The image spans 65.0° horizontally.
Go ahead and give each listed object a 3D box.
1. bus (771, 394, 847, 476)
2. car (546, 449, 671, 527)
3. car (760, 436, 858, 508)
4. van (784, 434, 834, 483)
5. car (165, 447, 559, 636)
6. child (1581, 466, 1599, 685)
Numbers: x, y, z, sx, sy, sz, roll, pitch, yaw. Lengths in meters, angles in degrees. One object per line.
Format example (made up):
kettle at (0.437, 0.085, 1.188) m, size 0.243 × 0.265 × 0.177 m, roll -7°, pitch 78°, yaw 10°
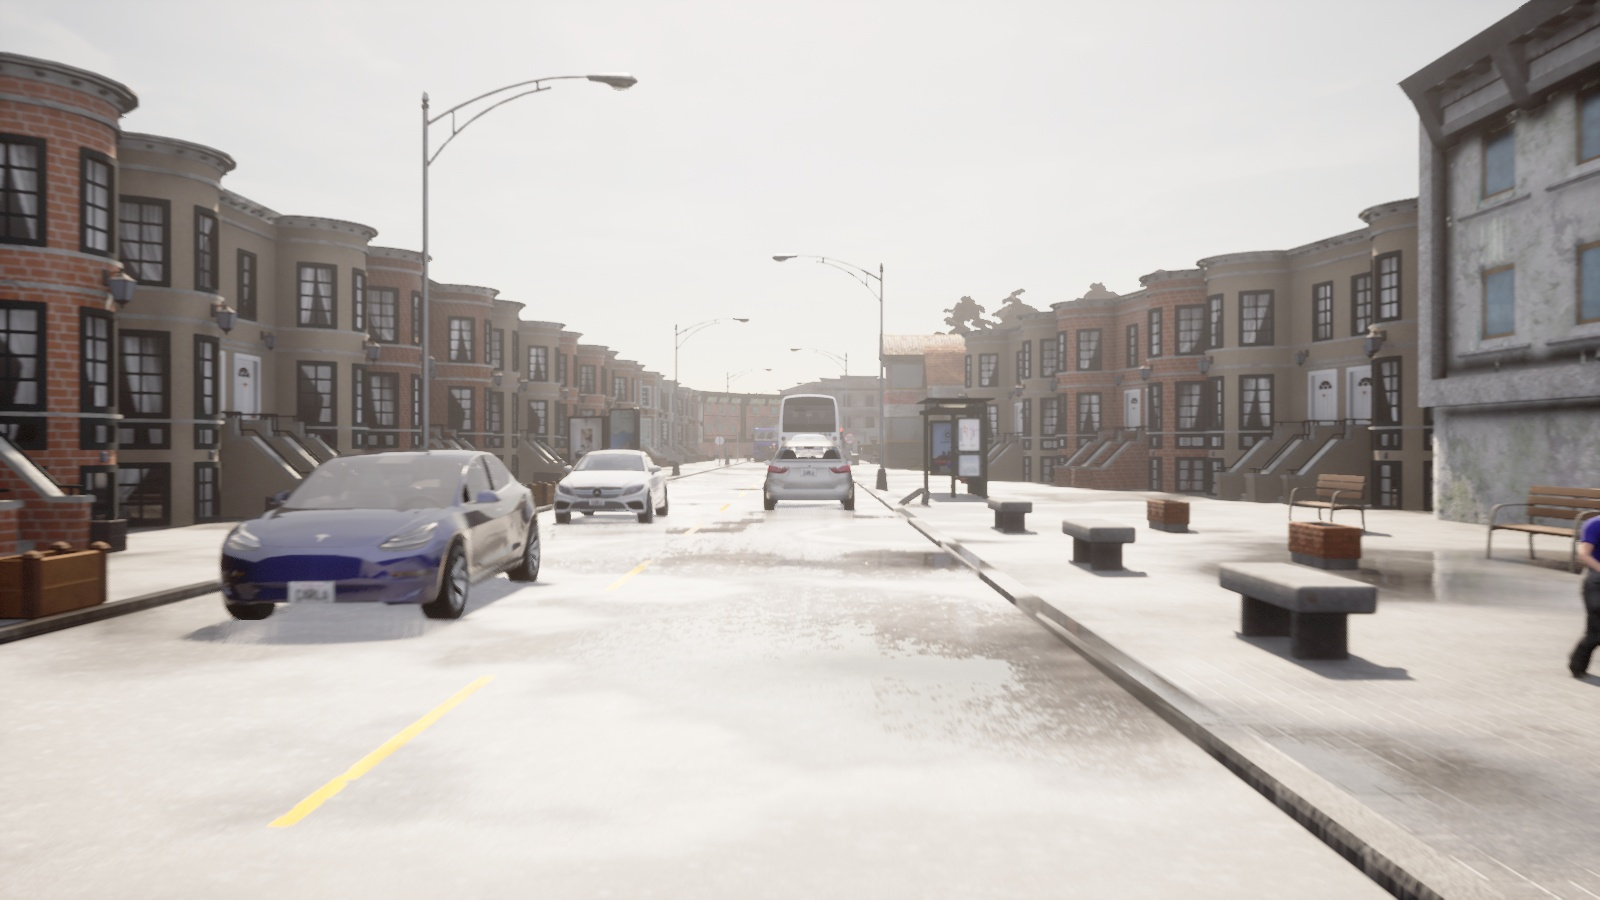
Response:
bus at (0.517, -0.788, 70.266) m, size 3.944 × 4.253 × 10.273 m, roll 0°, pitch 0°, yaw 0°
car at (-3.814, 0.712, 25.786) m, size 1.812 × 1.442 × 4.674 m, roll 0°, pitch 0°, yaw 0°
car at (0.225, 0.518, 31.139) m, size 2.242 × 1.667 × 4.611 m, roll 0°, pitch 0°, yaw 0°
van at (0.399, 0.348, 54.323) m, size 2.069 × 2.038 × 4.480 m, roll 0°, pitch 0°, yaw 0°
car at (-3.912, 0.716, 12.292) m, size 2.163 × 1.488 × 4.792 m, roll 0°, pitch 0°, yaw 0°
child at (4.745, 0.725, 7.180) m, size 0.270 × 1.263 × 0.437 m, roll 0°, pitch 0°, yaw -3°
